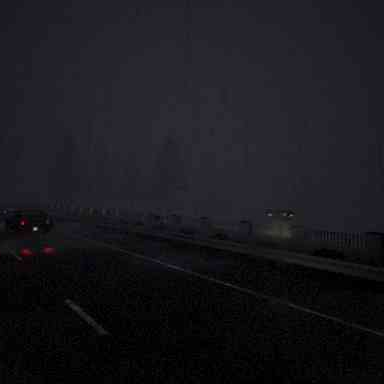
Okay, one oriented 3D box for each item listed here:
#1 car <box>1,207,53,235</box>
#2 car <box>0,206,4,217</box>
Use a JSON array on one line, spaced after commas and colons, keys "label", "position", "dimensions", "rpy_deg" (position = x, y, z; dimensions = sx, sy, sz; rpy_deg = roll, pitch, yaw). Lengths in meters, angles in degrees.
[{"label": "car", "position": [-9.837, 1.725, 19.843], "dimensions": [1.895, 1.301, 4.718], "rpy_deg": [0, -1, -36]}, {"label": "car", "position": [-19.468, 1.982, 32.889], "dimensions": [1.895, 1.301, 4.718], "rpy_deg": [0, -1, -36]}]
